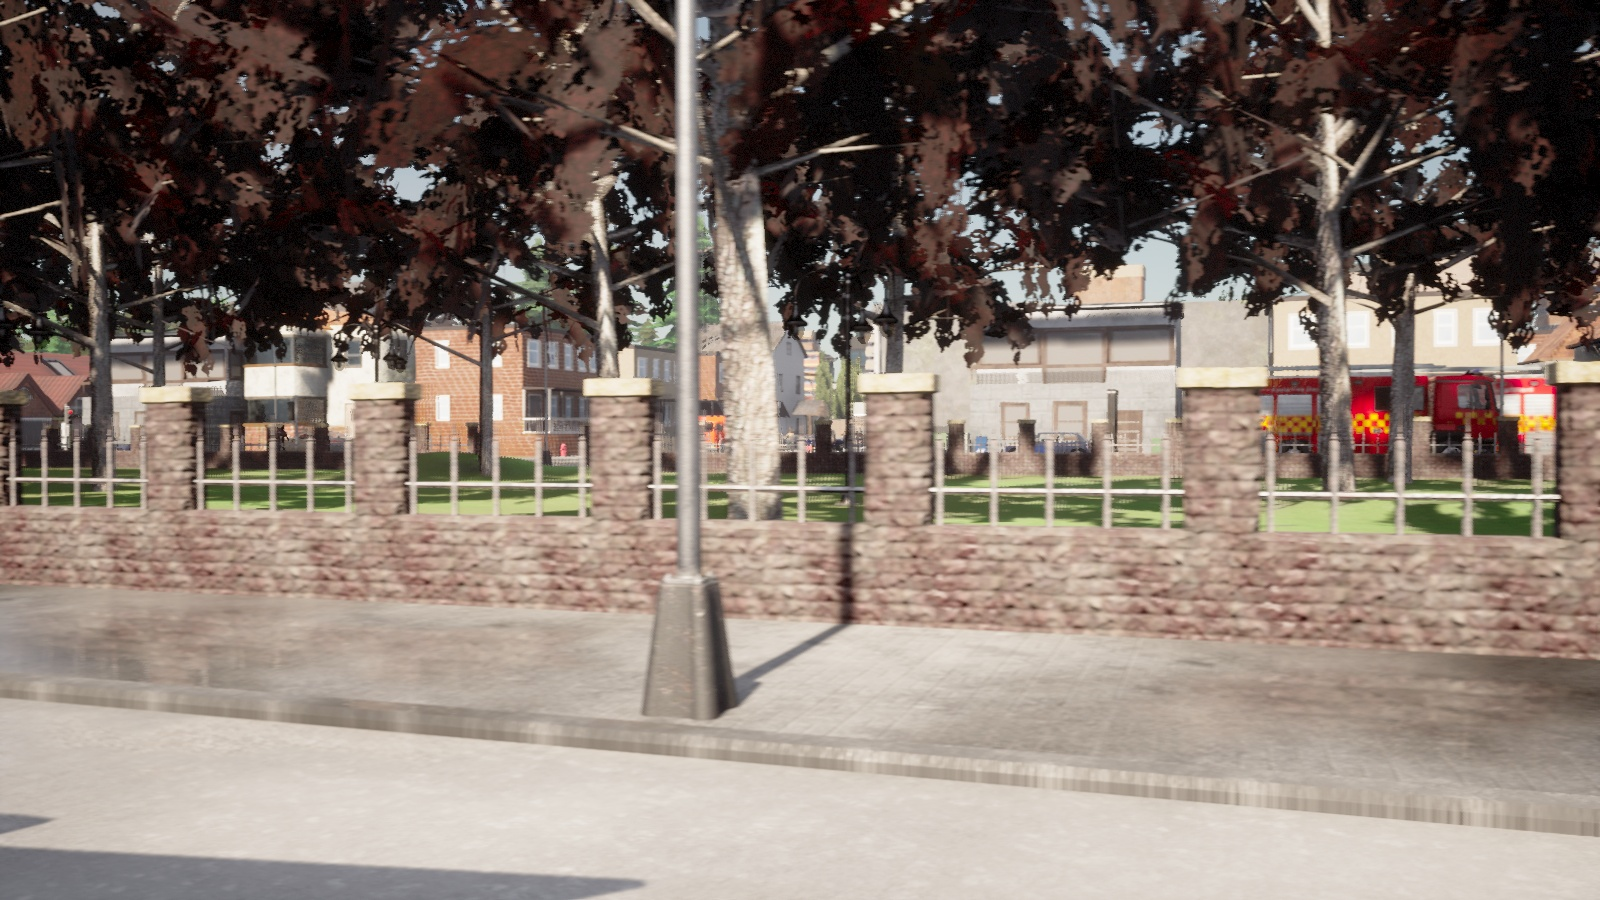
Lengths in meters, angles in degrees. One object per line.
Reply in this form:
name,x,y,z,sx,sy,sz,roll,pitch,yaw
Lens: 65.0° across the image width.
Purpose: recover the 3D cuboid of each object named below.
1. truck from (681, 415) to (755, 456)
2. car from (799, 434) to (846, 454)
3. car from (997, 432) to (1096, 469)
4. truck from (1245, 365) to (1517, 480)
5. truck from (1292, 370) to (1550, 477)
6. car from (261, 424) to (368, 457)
truck,-5.045,-0.931,78.264,2.627,2.467,5.204,1,1,22
car,1.584,-0.439,85.667,1.895,1.301,4.718,1,1,19
car,10.266,-0.006,52.254,3.806,1.475,1.970,1,1,19
truck,20.340,-0.976,44.617,8.468,3.827,2.891,0,1,18
truck,23.367,-1.016,47.815,8.468,3.827,2.891,1,1,19
car,-24.641,-0.508,63.746,5.027,1.651,2.152,1,1,24
